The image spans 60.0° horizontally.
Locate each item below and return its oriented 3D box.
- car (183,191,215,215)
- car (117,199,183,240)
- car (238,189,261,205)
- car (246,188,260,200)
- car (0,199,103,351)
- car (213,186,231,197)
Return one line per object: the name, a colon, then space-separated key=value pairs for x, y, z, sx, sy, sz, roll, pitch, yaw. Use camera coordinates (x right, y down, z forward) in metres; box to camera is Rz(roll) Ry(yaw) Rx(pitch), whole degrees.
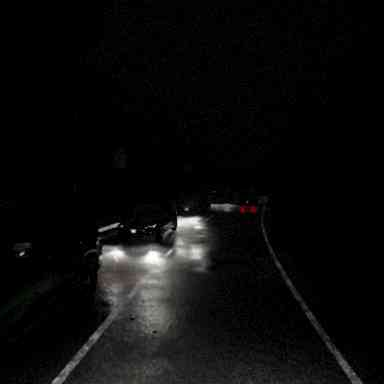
car: x=0.170 y=0.908 z=26.204 sx=2.128 sy=1.511 sz=4.902 roll=0 pitch=2 yaw=13
car: x=-1.905 y=1.230 z=15.458 sx=1.837 sy=1.490 sz=4.892 roll=0 pitch=2 yaw=10
car: x=6.209 y=0.682 z=36.295 sx=1.895 sy=1.301 sz=4.718 roll=0 pitch=2 yaw=13
car: x=8.608 y=0.277 z=46.825 sx=1.837 sy=1.490 sz=4.892 roll=0 pitch=2 yaw=11
car: x=-3.194 y=1.174 z=5.149 sx=2.150 sy=2.045 sz=5.566 roll=0 pitch=1 yaw=5
car: x=3.757 y=-0.020 z=41.116 sx=2.097 sy=1.767 sz=4.553 roll=0 pitch=2 yaw=13
